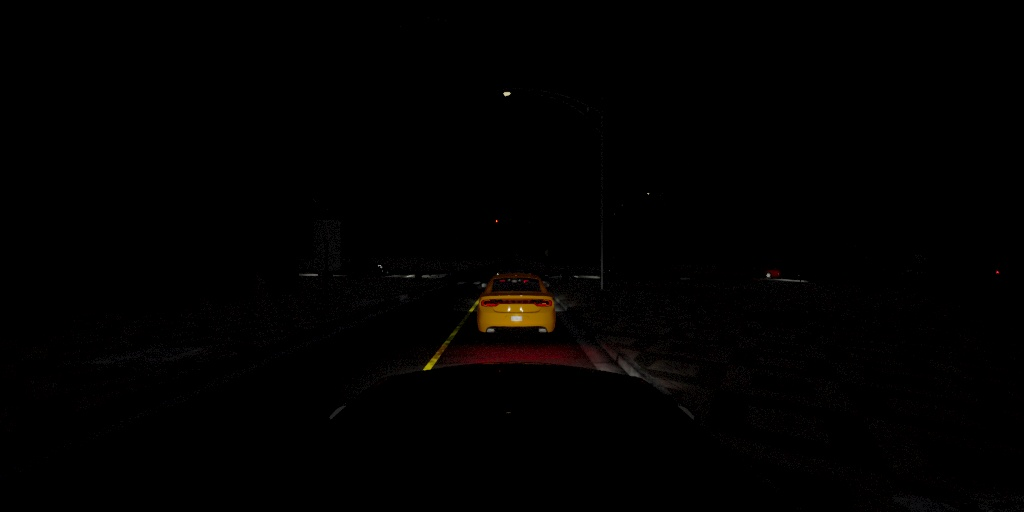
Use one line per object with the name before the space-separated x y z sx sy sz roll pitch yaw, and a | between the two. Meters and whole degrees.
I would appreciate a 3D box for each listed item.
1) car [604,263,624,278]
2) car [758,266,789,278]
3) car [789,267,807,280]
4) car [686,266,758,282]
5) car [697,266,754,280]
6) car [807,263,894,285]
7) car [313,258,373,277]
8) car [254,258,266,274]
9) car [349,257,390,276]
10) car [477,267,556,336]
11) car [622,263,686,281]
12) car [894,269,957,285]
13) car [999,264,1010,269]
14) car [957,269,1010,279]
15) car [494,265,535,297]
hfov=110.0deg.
car | 11.907 1.456 36.794 4.892 1.490 1.837 1 0 0
car | 29.092 1.766 39.447 4.507 1.381 1.888 0 0 0
car | 31.890 1.773 36.768 4.892 1.490 1.837 1 0 0
car | 17.960 1.571 30.932 4.829 1.417 1.751 0 0 0
car | 21.824 1.706 36.786 4.718 1.301 1.895 1 0 0
car | 29.077 1.540 30.922 5.009 1.841 2.192 0 0 0
car | -14.760 1.116 30.863 4.403 1.370 2.007 0 0 0
car | -23.875 0.930 33.629 4.902 1.511 2.128 1 0 0
car | -13.877 0.929 33.575 4.553 1.767 2.097 1 0 1
car | 0.105 1.227 10.385 1.882 1.535 5.008 0 0 0
car | 12.147 1.524 30.936 4.313 1.339 1.948 0 0 0
car | 34.720 1.864 30.917 4.507 1.381 1.888 0 0 0
car | 48.972 1.779 33.564 5.566 2.045 2.150 1 0 0
car | 40.371 1.995 30.912 4.207 1.307 1.802 0 0 0
car | 0.114 1.297 20.211 2.033 1.411 5.357 0 0 0
